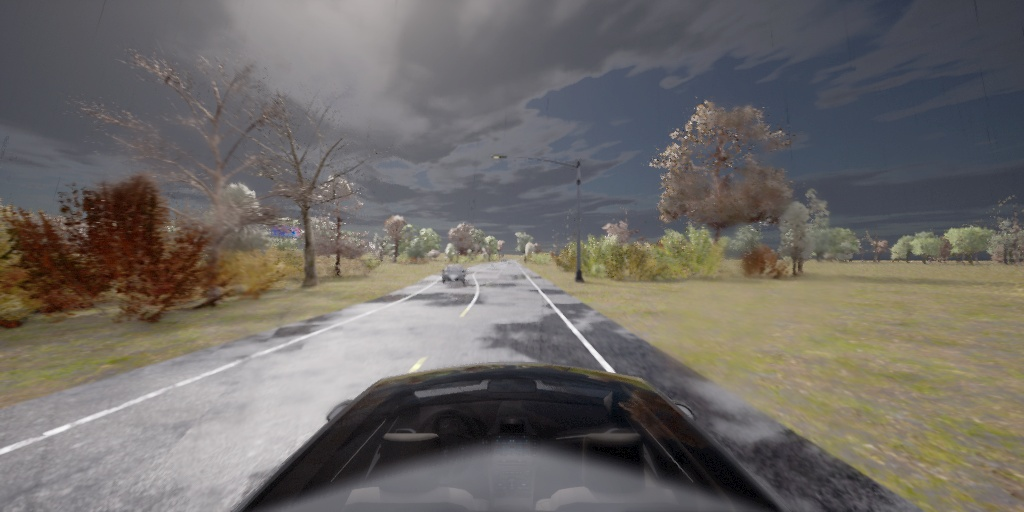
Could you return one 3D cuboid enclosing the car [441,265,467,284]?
[{"bbox_3d":[-4.775,1.473,29.837,2.128,1.511,4.902,0,0,-7],"label":"car"}]
